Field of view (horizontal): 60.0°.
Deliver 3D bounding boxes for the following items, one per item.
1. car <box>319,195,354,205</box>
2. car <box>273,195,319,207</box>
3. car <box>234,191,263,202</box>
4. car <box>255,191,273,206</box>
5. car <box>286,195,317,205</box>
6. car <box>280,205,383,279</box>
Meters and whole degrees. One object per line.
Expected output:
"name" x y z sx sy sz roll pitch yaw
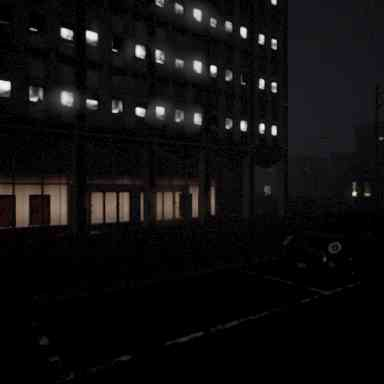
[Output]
"car" 19.111 1.084 44.530 1.752 1.417 4.829 0 0 -35
"car" 12.316 1.138 39.622 2.008 1.369 4.403 0 0 -35
"car" 9.753 0.803 58.047 2.192 1.841 5.009 0 0 -35
"car" 9.165 0.878 44.174 2.192 1.841 5.009 0 0 -35
"car" 16.056 1.117 48.944 1.802 1.307 4.206 0 0 -35
"car" 4.455 1.360 9.746 4.097 1.590 1.967 -1 1 -36
